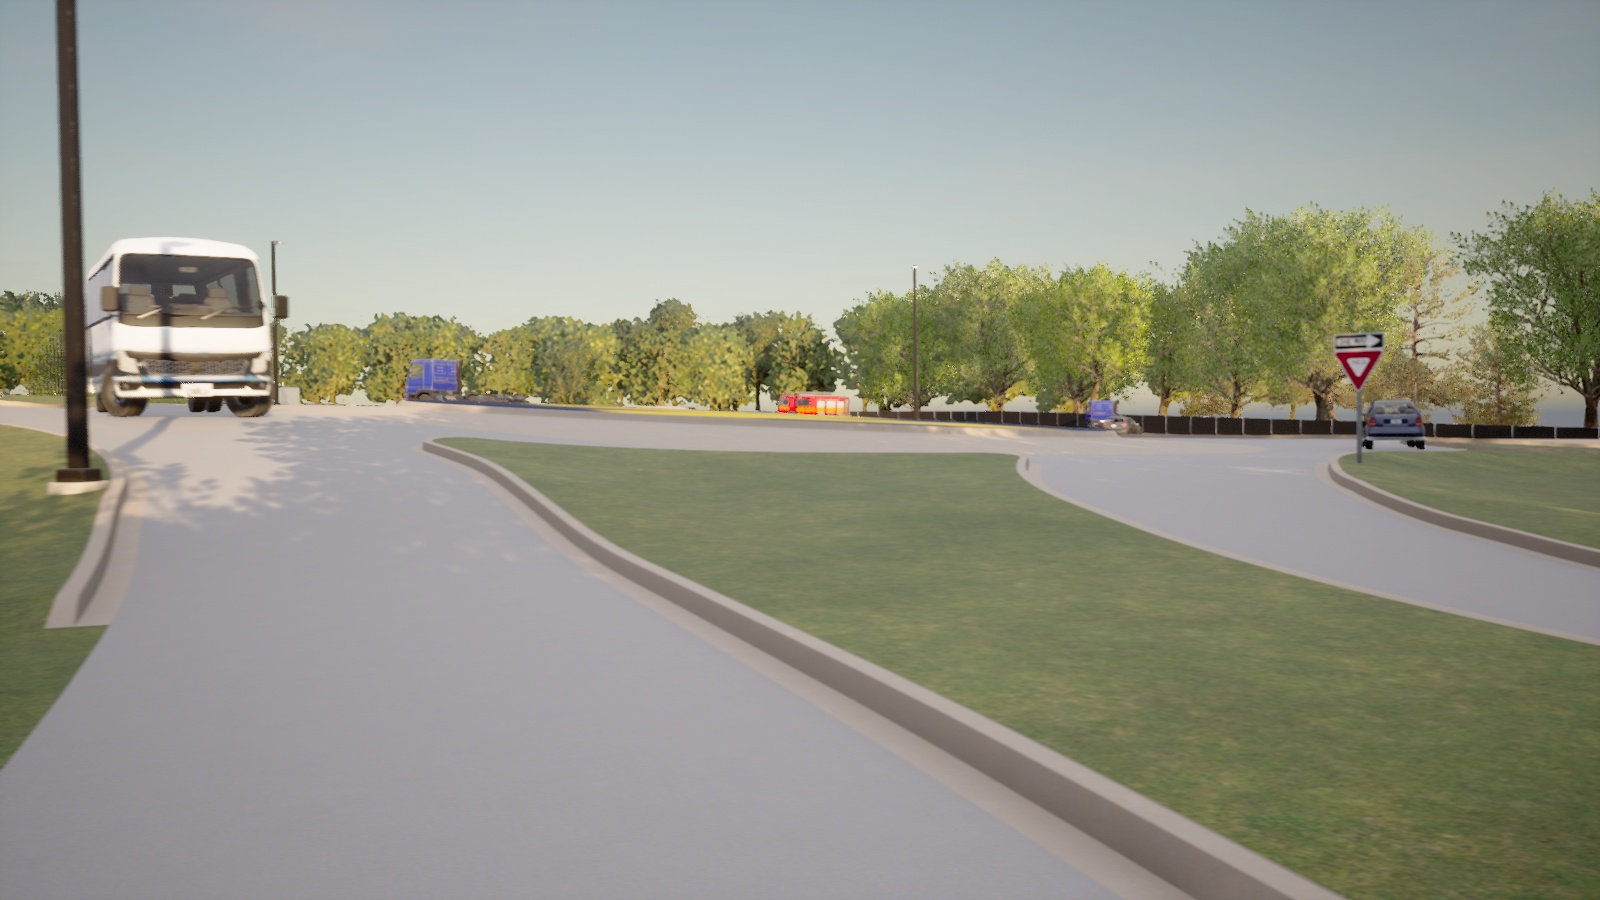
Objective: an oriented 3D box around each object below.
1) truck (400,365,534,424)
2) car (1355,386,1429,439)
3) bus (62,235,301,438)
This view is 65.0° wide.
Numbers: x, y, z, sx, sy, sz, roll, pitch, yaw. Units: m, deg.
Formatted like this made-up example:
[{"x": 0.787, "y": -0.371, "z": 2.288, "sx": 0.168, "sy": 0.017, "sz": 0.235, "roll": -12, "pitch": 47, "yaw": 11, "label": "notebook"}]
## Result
[{"x": -20.537, "y": -3.414, "z": 77.288, "sx": 7.936, "sy": 3.462, "sz": 2.891, "roll": 2, "pitch": 2, "yaw": 25, "label": "truck"}, {"x": 18.792, "y": -1.206, "z": 39.996, "sx": 1.789, "sy": 1.549, "sz": 3.705, "roll": -1, "pitch": 2, "yaw": 20, "label": "car"}, {"x": -15.954, "y": -2.659, "z": 31.803, "sx": 3.944, "sy": 4.253, "sz": 10.273, "roll": -4, "pitch": 4, "yaw": -33, "label": "bus"}]
